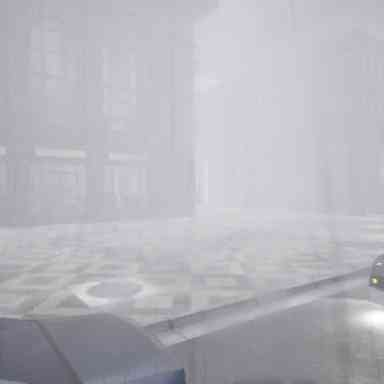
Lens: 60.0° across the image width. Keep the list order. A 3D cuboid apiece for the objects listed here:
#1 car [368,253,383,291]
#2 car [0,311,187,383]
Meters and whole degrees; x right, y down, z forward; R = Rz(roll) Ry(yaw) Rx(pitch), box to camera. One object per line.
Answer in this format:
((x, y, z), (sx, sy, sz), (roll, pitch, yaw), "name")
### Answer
((5.882, 1.561, 7.565), (4.181, 1.385, 1.994), (0, 0, -35), "car")
((-2.468, 1.548, 1.614), (5.357, 1.411, 2.033), (0, 0, -35), "car")
